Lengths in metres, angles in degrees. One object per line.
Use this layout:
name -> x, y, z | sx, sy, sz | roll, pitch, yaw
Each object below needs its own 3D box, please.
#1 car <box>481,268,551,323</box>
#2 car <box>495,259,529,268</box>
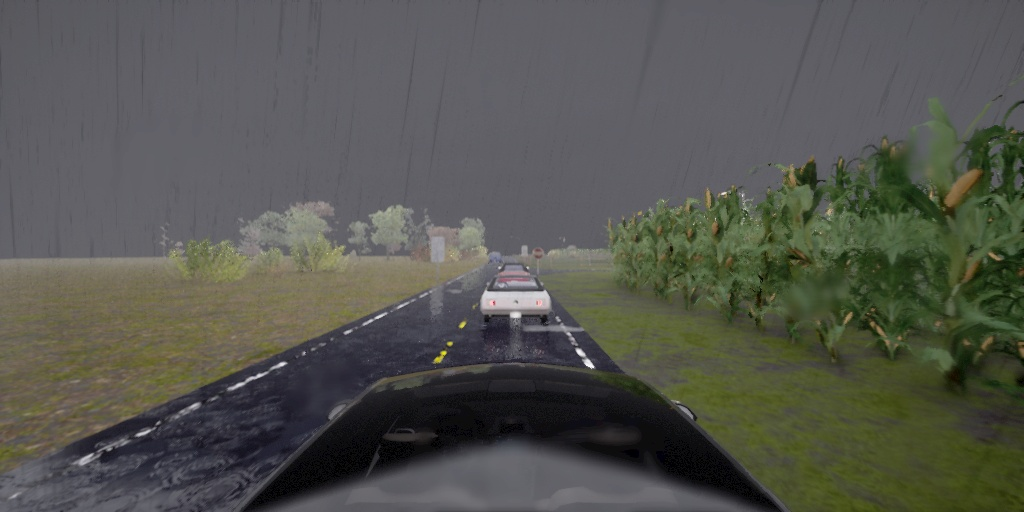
car -> 0.101, 1.240, 11.659 | 1.895, 1.301, 4.718 | 0, 1, 0
car -> 0.103, 1.098, 21.339 | 1.994, 1.385, 4.181 | 0, 1, 0
